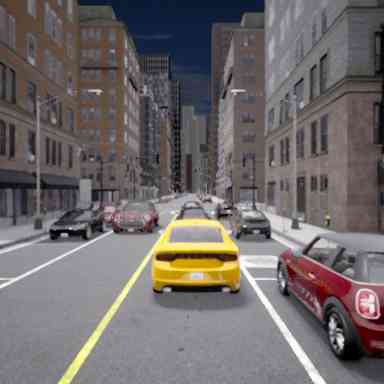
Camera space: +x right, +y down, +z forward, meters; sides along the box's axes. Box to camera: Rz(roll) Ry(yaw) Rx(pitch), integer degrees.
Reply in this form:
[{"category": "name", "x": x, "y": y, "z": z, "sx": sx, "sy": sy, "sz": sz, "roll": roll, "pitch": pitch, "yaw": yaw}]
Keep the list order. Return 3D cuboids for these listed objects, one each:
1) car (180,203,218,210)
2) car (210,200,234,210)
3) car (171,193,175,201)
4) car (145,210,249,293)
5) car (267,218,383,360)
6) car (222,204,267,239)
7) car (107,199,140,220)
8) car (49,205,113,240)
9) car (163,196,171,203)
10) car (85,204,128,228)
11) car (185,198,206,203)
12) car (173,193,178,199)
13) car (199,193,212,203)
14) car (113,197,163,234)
[{"category": "car", "x": 0.113, "y": 1.539, "z": 18.307, "sx": 1.994, "sy": 1.385, "sz": 4.181, "roll": 0, "pitch": 0, "yaw": -1}, {"category": "car", "x": 2.865, "y": 1.530, "z": 27.959, "sx": 1.947, "sy": 1.339, "sz": 4.313, "roll": 0, "pitch": 0, "yaw": 0}, {"category": "car", "x": -5.588, "y": 1.510, "z": 75.882, "sx": 2.008, "sy": 1.369, "sz": 4.403, "roll": 0, "pitch": 0, "yaw": 0}, {"category": "car", "x": 0.096, "y": 1.465, "z": 8.840, "sx": 1.882, "sy": 1.535, "sz": 5.008, "roll": 0, "pitch": 0, "yaw": 0}, {"category": "car", "x": 2.857, "y": 1.431, "z": 5.953, "sx": 1.967, "sy": 1.590, "sz": 4.097, "roll": 0, "pitch": 0, "yaw": 0}, {"category": "car", "x": 2.861, "y": 1.528, "z": 16.956, "sx": 2.008, "sy": 1.369, "sz": 4.403, "roll": 0, "pitch": 0, "yaw": 0}, {"category": "car", "x": -5.660, "y": 1.404, "z": 27.962, "sx": 1.967, "sy": 1.590, "sz": 4.097, "roll": 0, "pitch": 0, "yaw": 0}, {"category": "car", "x": -5.664, "y": 1.543, "z": 16.960, "sx": 1.947, "sy": 1.339, "sz": 4.313, "roll": 0, "pitch": 0, "yaw": 0}, {"category": "car", "x": -5.612, "y": 1.535, "z": 65.065, "sx": 1.802, "sy": 1.307, "sz": 4.206, "roll": 0, "pitch": 0, "yaw": 0}, {"category": "car", "x": -5.662, "y": 1.553, "z": 22.461, "sx": 1.802, "sy": 1.307, "sz": 4.206, "roll": 0, "pitch": 0, "yaw": 0}, {"category": "car", "x": 0.009, "y": 1.490, "z": 27.687, "sx": 1.812, "sy": 1.442, "sz": 4.674, "roll": 0, "pitch": 0, "yaw": 2}, {"category": "car", "x": -5.554, "y": 1.509, "z": 91.938, "sx": 1.752, "sy": 1.417, "sz": 4.829, "roll": 0, "pitch": 0, "yaw": 0}, {"category": "car", "x": 2.913, "y": 1.393, "z": 65.049, "sx": 1.967, "sy": 1.590, "sz": 4.097, "roll": 0, "pitch": 0, "yaw": 0}, {"category": "car", "x": -3.070, "y": 1.326, "z": 19.062, "sx": 2.097, "sy": 1.767, "sz": 4.553, "roll": 0, "pitch": 0, "yaw": 0}]
